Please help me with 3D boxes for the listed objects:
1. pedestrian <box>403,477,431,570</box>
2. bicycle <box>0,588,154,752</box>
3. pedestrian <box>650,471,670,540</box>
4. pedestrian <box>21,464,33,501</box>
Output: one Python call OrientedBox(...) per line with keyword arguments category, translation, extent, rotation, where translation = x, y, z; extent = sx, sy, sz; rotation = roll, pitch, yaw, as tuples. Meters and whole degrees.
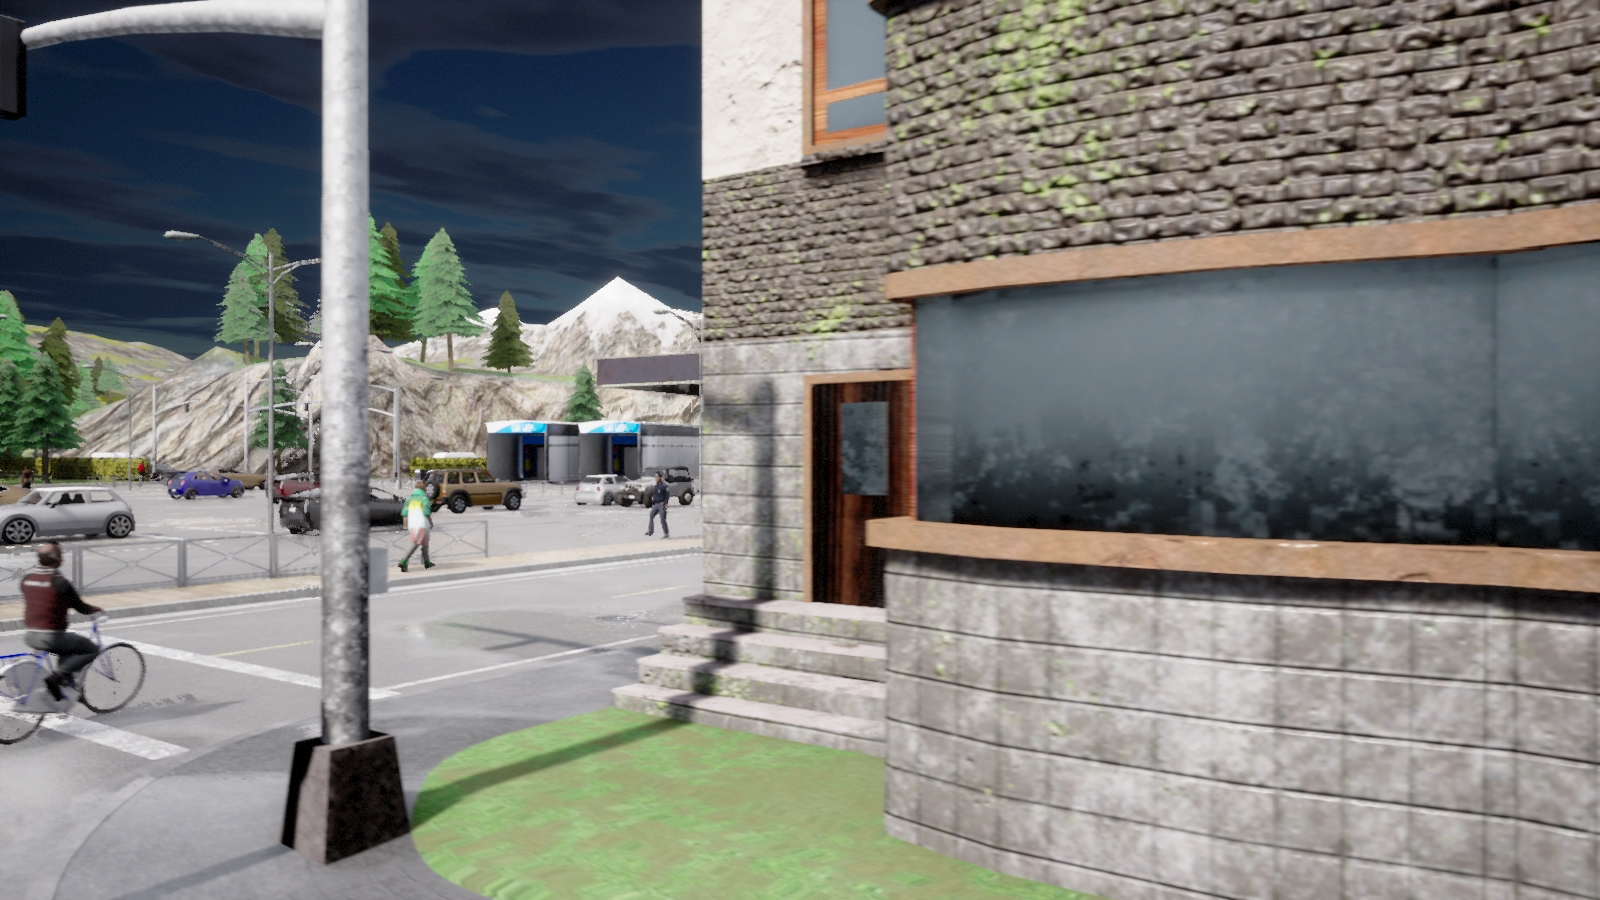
OrientedBox(category="pedestrian", translation=(-7.837, 1.495, 23.387), extent=(0.375, 1.860, 0.375), rotation=(0, 0, 27))
OrientedBox(category="bicycle", translation=(-6.897, 2.008, 10.738), extent=(0.329, 1.171, 1.835), rotation=(3, 1, 9))
OrientedBox(category="pedestrian", translation=(-3.829, 1.496, 31.224), extent=(0.375, 1.860, 0.375), rotation=(0, 0, 37))
OrientedBox(category="pedestrian", translation=(-38.833, 1.638, 57.420), extent=(0.375, 1.860, 0.375), rotation=(0, 0, 28))
